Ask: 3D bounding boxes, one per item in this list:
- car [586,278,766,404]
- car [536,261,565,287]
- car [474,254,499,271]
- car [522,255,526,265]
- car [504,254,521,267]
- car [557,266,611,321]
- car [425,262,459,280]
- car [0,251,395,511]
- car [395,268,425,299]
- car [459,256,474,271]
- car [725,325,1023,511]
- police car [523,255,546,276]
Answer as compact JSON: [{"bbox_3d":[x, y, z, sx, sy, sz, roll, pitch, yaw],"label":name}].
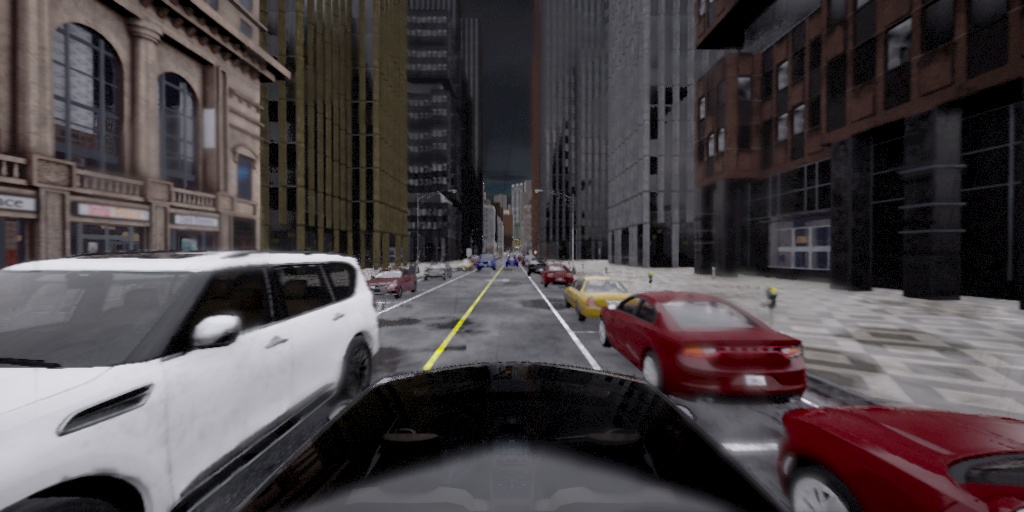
[{"bbox_3d":[2.776,1.271,6.316,1.888,1.381,4.507,0,0,0],"label":"car"},{"bbox_3d":[2.771,1.184,22.892,1.888,1.381,4.507,0,0,0],"label":"car"},{"bbox_3d":[-3.083,0.750,44.443,2.150,2.045,5.566,0,0,0],"label":"car"},{"bbox_3d":[2.762,0.934,50.520,1.967,1.591,4.097,0,0,0],"label":"car"},{"bbox_3d":[0.009,0.948,55.344,1.882,1.535,5.008,0,1,0],"label":"car"},{"bbox_3d":[2.774,1.222,12.011,1.751,1.417,4.829,0,0,0],"label":"car"},{"bbox_3d":[-5.773,1.160,28.432,2.007,1.370,4.403,0,0,0],"label":"car"},{"bbox_3d":[-3.091,0.965,3.249,2.150,2.045,5.566,0,0,0],"label":"car"},{"bbox_3d":[-5.774,1.250,17.383,1.802,1.307,4.207,0,0,0],"label":"car"},{"bbox_3d":[-5.772,1.049,44.837,1.751,1.417,4.829,0,0,0],"label":"car"},{"bbox_3d":[2.778,1.300,0.791,1.888,1.381,4.507,0,0,0],"label":"car"},{"bbox_3d":[2.363,1.006,33.990,1.930,1.638,5.238,0,0,0],"label":"police car"}]
